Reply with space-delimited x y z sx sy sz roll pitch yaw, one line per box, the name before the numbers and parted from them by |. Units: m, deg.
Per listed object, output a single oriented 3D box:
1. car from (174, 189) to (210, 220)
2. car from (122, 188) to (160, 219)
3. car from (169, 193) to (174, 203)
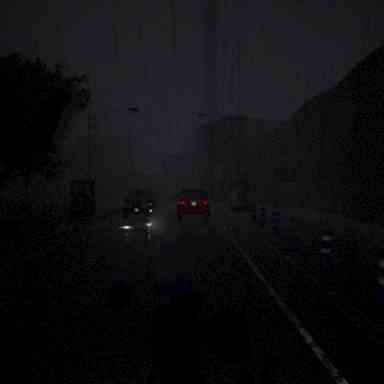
car | 0.115 0.763 23.349 2.150 2.045 5.566 0 1 0
car | -3.588 0.743 24.272 2.150 2.045 5.566 0 1 0
car | -1.589 0.687 41.269 2.128 1.511 4.902 0 1 -16
